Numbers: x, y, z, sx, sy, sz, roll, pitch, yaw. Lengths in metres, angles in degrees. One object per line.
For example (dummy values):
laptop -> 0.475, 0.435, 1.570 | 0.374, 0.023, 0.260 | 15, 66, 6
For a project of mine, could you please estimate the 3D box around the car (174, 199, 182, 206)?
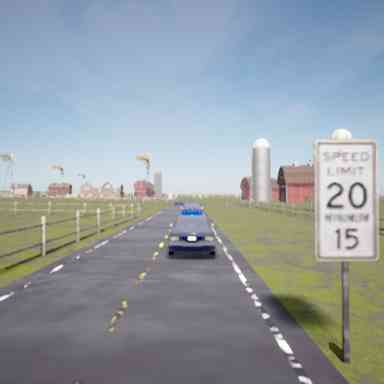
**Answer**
car -> -2.773, 2.237, 70.781 | 1.994, 1.385, 4.181 | 0, -1, 0

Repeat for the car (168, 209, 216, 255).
car -> -0.002, 1.682, 13.998 | 2.033, 1.411, 5.357 | 0, -1, 0

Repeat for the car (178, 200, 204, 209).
car -> -0.003, 1.761, 29.486 | 1.882, 1.535, 5.008 | 0, 0, 0
